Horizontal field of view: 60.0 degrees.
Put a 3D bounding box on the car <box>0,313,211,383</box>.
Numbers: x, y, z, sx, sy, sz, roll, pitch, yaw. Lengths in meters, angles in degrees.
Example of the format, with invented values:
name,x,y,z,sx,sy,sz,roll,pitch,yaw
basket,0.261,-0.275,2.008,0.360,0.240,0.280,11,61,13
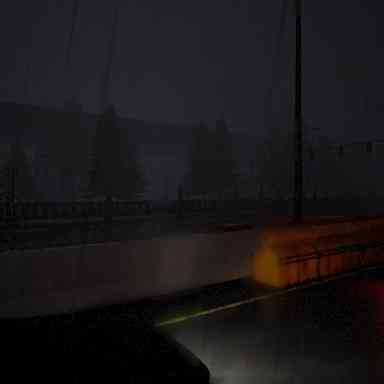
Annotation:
name,x,y,z,sx,sy,sz,roll,pitch,yaw
car,-2.370,1.548,2.053,5.357,1.411,2.033,0,0,-36
